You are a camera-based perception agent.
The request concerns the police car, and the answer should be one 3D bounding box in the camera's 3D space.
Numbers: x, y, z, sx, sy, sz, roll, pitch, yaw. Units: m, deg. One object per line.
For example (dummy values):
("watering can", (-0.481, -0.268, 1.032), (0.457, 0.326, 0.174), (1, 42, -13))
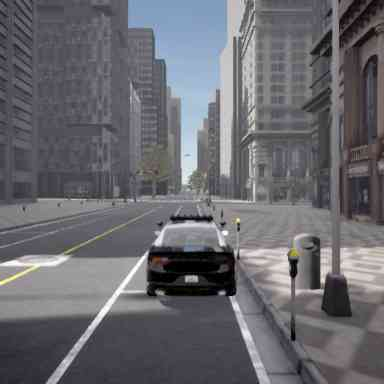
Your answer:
("police car", (-0.012, 1.416, 8.760), (1.930, 1.638, 5.238), (0, 0, 0))
